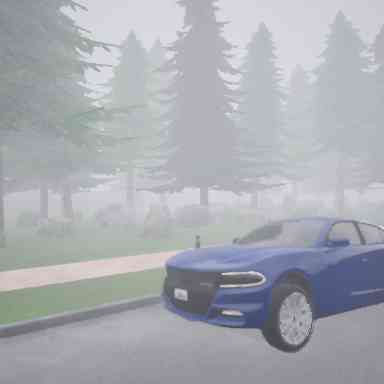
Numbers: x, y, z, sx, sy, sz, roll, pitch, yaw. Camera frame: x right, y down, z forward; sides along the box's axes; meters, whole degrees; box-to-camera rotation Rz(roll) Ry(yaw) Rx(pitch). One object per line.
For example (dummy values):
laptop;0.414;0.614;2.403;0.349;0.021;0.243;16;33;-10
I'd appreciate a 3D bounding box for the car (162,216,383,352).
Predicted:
car;1.874;1.133;5.384;5.008;1.535;1.882;6;-10;-36
